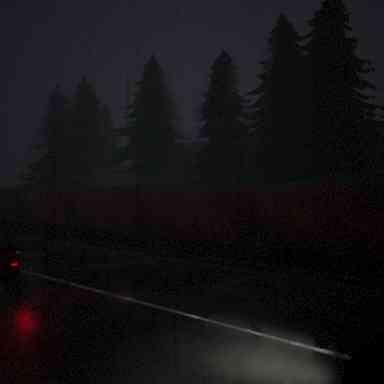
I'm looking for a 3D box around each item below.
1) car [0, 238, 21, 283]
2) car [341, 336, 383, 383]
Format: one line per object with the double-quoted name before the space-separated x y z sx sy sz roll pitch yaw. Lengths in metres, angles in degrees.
"car" -6.112 1.523 8.349 4.674 1.442 1.812 0 0 36
"car" 3.338 1.501 1.609 4.892 1.490 1.837 -1 -1 36
